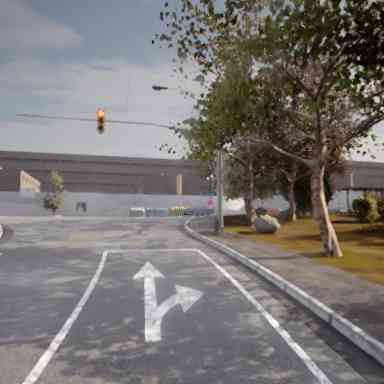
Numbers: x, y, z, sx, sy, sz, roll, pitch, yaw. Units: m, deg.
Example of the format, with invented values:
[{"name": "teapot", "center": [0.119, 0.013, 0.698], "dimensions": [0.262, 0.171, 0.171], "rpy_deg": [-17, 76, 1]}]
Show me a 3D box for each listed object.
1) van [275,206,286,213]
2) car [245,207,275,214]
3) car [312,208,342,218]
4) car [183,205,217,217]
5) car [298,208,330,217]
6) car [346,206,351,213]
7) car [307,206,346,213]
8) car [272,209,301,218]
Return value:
[{"name": "van", "center": [14.662, 3.724, 60.948], "dimensions": [1.878, 1.987, 4.442], "rpy_deg": [4, -8, -36]}, {"name": "car", "center": [11.836, 3.902, 60.061], "dimensions": [1.946, 1.575, 5.366], "rpy_deg": [4, -8, -36]}, {"name": "car", "center": [26.078, 4.113, 64.259], "dimensions": [2.097, 1.535, 5.008], "rpy_deg": [4, -8, -36]}, {"name": "car", "center": [1.015, 2.283, 39.667], "dimensions": [4.181, 1.385, 1.994], "rpy_deg": [0, -5, -16]}, {"name": "car", "center": [21.117, 3.570, 57.687], "dimensions": [4.892, 1.490, 1.837], "rpy_deg": [1, -6, -15]}, {"name": "car", "center": [28.922, 3.907, 65.109], "dimensions": [2.435, 2.045, 5.566], "rpy_deg": [3, -7, -36]}, {"name": "car", "center": [22.079, 3.276, 54.862], "dimensions": [4.902, 1.511, 2.128], "rpy_deg": [0, -6, -15]}, {"name": "car", "center": [17.447, 4.028, 61.844], "dimensions": [2.163, 1.488, 4.792], "rpy_deg": [3, -7, -36]}]
